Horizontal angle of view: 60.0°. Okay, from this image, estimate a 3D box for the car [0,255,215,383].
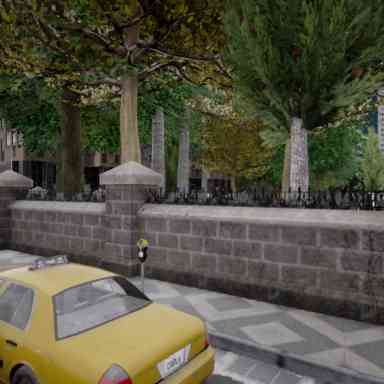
[{"bbox_3d":[-2.042,1.525,4.413,4.829,1.417,1.752,0,0,35],"label":"car"}]
